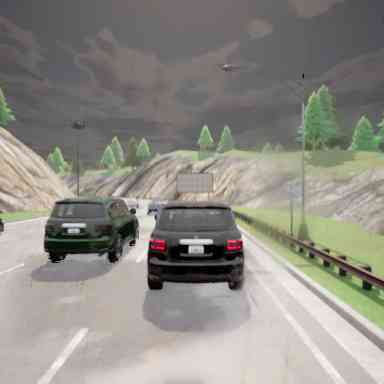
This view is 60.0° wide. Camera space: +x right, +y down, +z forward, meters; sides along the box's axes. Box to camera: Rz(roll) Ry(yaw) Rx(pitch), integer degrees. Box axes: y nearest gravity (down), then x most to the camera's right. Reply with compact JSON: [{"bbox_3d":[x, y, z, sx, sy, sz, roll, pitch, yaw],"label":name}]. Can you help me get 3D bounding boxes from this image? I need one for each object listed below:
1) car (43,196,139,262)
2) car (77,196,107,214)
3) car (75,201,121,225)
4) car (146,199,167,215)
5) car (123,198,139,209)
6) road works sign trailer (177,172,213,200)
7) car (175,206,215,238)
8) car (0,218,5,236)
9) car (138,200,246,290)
[{"bbox_3d":[-3.409,1.217,12.261,2.150,2.045,5.566,0,0,0],"label":"car"},{"bbox_3d":[-10.801,1.342,36.192,2.097,1.767,4.553,0,0,-4],"label":"car"},{"bbox_3d":[-6.925,1.484,25.113,2.128,1.511,4.902,0,0,0],"label":"car"},{"bbox_3d":[-3.709,1.538,35.470,2.033,1.411,5.357,0,0,-3],"label":"car"},{"bbox_3d":[-8.219,1.514,45.300,1.812,1.442,4.674,0,-1,-6],"label":"car"},{"bbox_3d":[0.200,0.458,21.919,2.380,3.560,2.880,0,0,0],"label":"road works sign trailer"},{"bbox_3d":[0.123,1.553,18.422,1.994,1.385,4.181,0,0,-1],"label":"car"},{"bbox_3d":[-10.409,1.487,14.941,2.128,1.511,4.902,0,0,0],"label":"car"},{"bbox_3d":[0.093,1.219,9.208,2.150,2.045,5.566,0,0,0],"label":"car"}]
